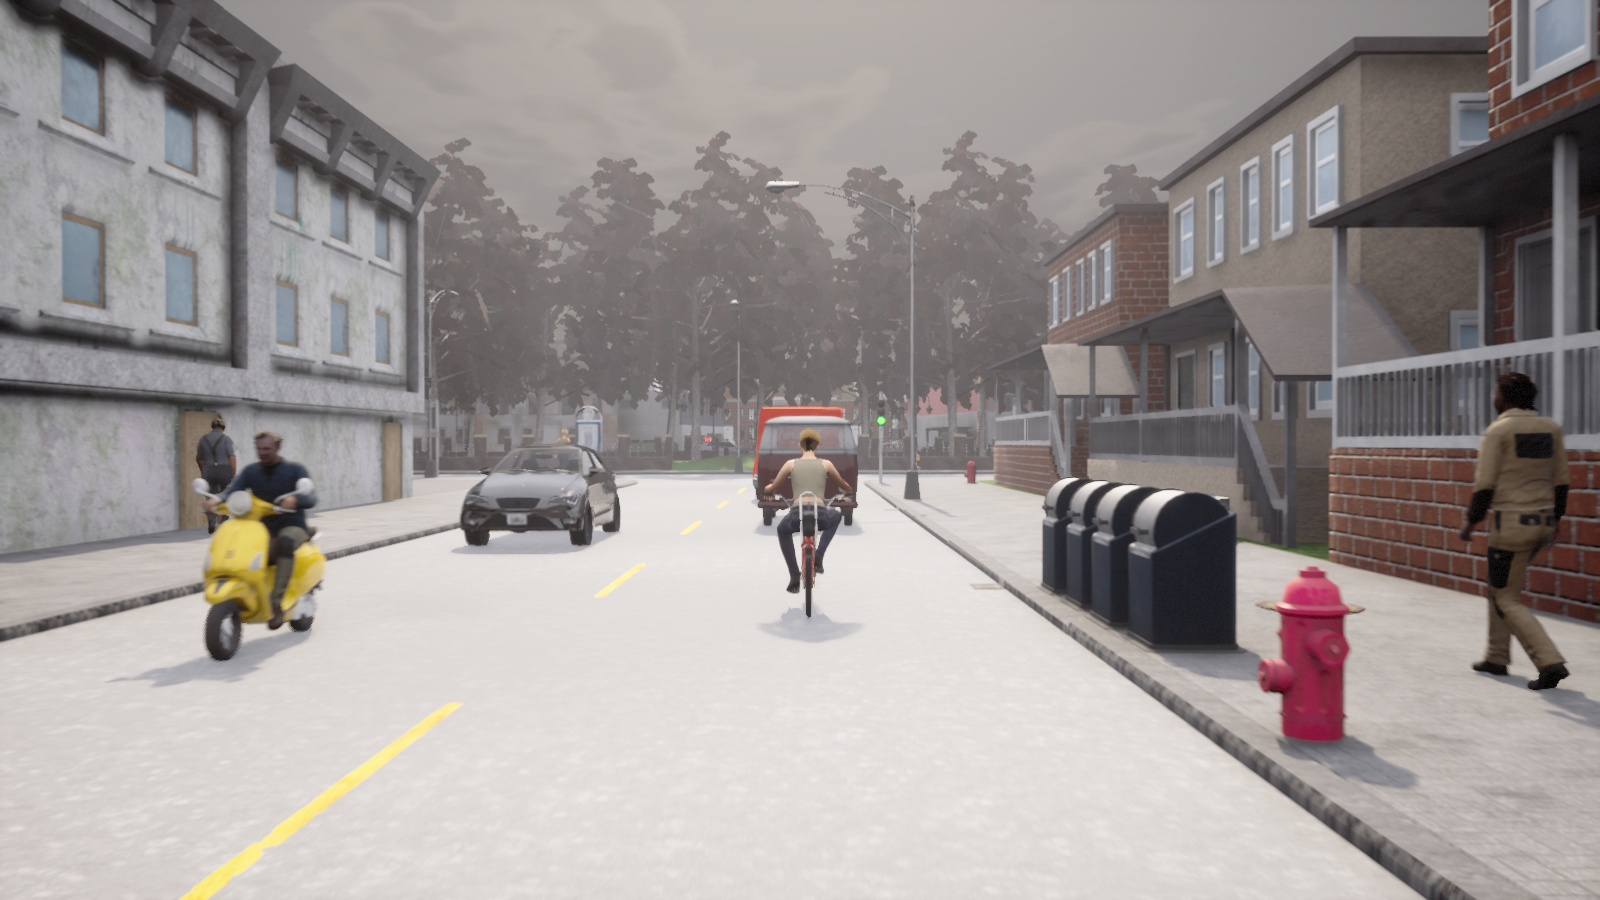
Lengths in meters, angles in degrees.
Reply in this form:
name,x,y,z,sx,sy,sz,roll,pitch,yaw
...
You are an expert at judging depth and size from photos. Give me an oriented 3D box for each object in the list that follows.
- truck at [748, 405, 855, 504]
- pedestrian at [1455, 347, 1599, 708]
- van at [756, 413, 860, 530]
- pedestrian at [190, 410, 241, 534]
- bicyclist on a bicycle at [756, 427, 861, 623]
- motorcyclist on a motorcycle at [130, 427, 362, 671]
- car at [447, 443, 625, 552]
name,x,y,z,sx,sy,sz,roll,pitch,yaw
truck,0.145,0.063,33.981,2.627,2.467,5.204,0,1,3
pedestrian,4.127,0.415,7.093,0.396,1.930,0.692,0,0,-13
van,0.148,0.353,23.700,1.775,1.987,4.442,0,0,0
pedestrian,-8.873,0.331,19.090,0.540,1.848,0.694,0,0,-10
bicyclist on a bicycle,0.077,0.614,11.103,0.866,1.612,1.509,0,0,0
motorcyclist on a motorcycle,-3.934,0.640,9.105,0.866,1.590,1.817,0,0,0
car,-3.876,0.639,19.141,1.816,1.474,4.193,0,0,0
